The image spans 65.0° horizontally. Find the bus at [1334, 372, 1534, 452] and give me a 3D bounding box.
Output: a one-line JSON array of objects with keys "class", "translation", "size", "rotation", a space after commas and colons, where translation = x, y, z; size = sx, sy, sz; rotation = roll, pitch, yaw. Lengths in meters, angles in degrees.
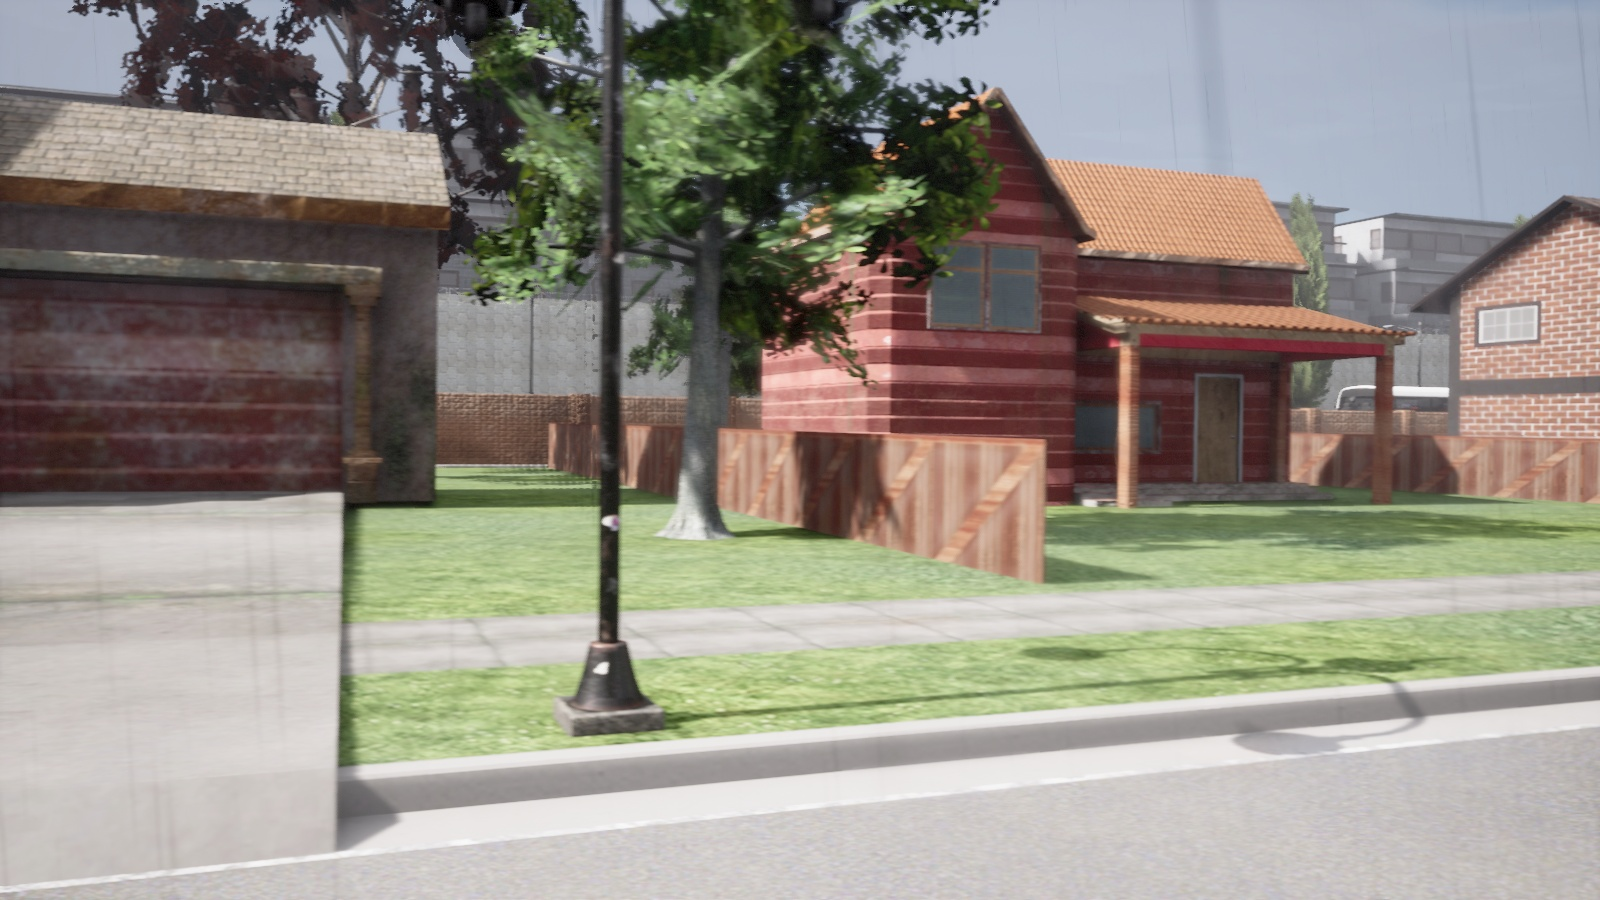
[{"class": "bus", "translation": [35.300, -2.098, 69.914], "size": [10.273, 4.253, 3.944], "rotation": [-1, 1, -20]}]
